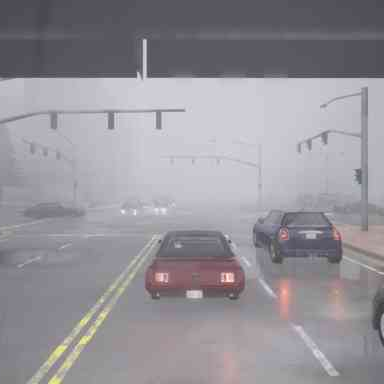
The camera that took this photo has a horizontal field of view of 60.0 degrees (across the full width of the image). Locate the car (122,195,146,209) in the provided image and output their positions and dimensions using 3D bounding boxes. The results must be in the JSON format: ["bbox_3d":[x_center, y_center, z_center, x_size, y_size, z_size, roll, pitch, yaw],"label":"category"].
[{"bbox_3d":[-8.030,1.352,44.802,2.097,1.767,4.553,0,0,2],"label":"car"}]

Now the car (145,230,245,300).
[{"bbox_3d":[0.070,1.601,8.361,1.895,1.301,4.718,0,0,0],"label":"car"}]

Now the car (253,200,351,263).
[{"bbox_3d":[3.585,1.352,12.126,2.097,1.767,4.553,0,0,0],"label":"car"}]

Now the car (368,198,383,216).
[{"bbox_3d":[19.266,1.505,30.398,4.892,1.490,1.837,0,0,1],"label":"car"}]

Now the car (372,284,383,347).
[{"bbox_3d":[3.601,1.505,3.037,1.837,1.490,4.892,0,0,0],"label":"car"}]

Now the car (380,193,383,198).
[{"bbox_3d":[39.115,1.153,65.724,1.932,1.855,4.605,0,0,0],"label":"car"}]

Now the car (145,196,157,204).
[{"bbox_3d":[-8.026,1.525,65.257,1.812,1.442,4.674,0,0,0],"label":"car"}]

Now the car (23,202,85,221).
[{"bbox_3d":[-11.168,1.525,27.121,4.674,1.442,1.812,0,0,-10],"label":"car"}]

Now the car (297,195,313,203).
[{"bbox_3d":[22.218,1.395,65.590,1.970,1.475,3.806,0,0,0],"label":"car"}]

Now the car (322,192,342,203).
[{"bbox_3d":[19.557,1.156,48.116,1.905,1.878,3.866,0,0,0],"label":"car"}]

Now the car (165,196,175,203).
[{"bbox_3d":[-4.517,1.601,68.761,1.895,1.301,4.718,0,0,0],"label":"car"}]

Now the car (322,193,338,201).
[{"bbox_3d":[33.525,1.153,80.771,1.932,1.855,4.605,0,0,0],"label":"car"}]

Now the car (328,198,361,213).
[{"bbox_3d":[16.682,1.564,33.932,4.181,1.385,1.994,0,0,1],"label":"car"}]

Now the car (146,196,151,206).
[{"bbox_3d":[-8.012,1.478,53.972,1.882,1.535,5.008,0,0,0],"label":"car"}]

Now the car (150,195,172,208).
[{"bbox_3d":[-4.491,1.491,49.564,2.128,1.511,4.902,0,0,0],"label":"car"}]

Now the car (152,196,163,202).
[{"bbox_3d":[-8.070,1.545,78.157,1.994,1.385,4.181,0,0,0],"label":"car"}]

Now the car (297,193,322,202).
[{"bbox_3d":[16.663,1.153,48.163,1.932,1.855,4.605,0,0,0],"label":"car"}]

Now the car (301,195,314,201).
[{"bbox_3d":[27.947,1.395,80.707,1.970,1.475,3.806,0,0,0],"label":"car"}]

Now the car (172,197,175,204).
[{"bbox_3d":[-4.529,1.352,58.606,2.097,1.767,4.553,0,0,0],"label":"car"}]

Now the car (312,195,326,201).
[{"bbox_3d":[30.842,1.364,80.714,1.784,1.438,3.905,0,0,0],"label":"car"}]
